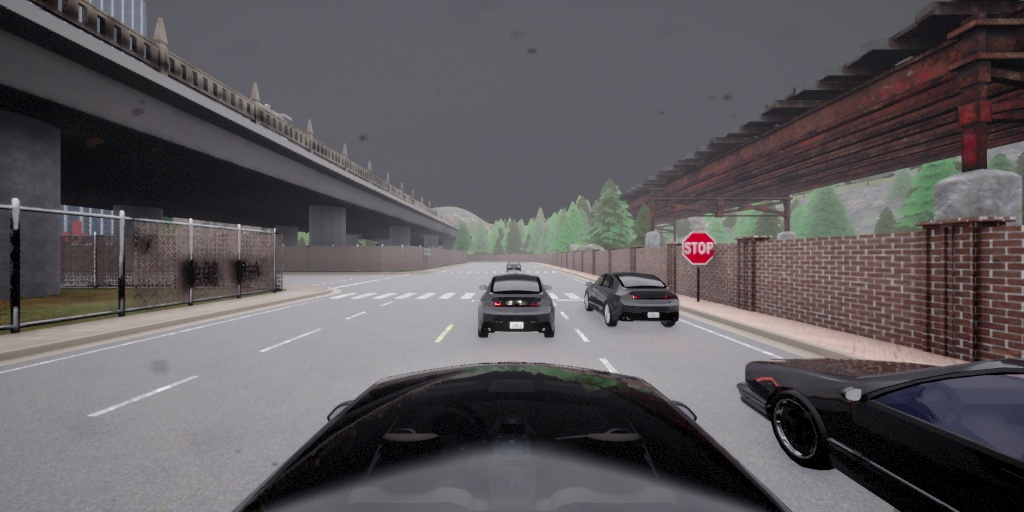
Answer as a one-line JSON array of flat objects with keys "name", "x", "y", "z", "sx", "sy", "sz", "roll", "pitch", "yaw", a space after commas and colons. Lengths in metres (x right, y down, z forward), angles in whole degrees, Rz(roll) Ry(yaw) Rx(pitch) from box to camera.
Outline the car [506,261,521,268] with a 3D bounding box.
[{"name": "car", "x": 0.222, "y": 1.351, "z": 46.355, "sx": 1.895, "sy": 1.301, "sz": 4.718, "roll": 0, "pitch": 0, "yaw": -1}]

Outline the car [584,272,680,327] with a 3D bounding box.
[{"name": "car", "x": 3.608, "y": 1.255, "z": 11.545, "sx": 1.837, "sy": 1.490, "sz": 4.892, "roll": 0, "pitch": 0, "yaw": 0}]

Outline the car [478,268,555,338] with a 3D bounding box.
[{"name": "car", "x": 0.105, "y": 1.255, "z": 10.188, "sx": 1.837, "sy": 1.490, "sz": 4.892, "roll": 0, "pitch": 0, "yaw": 0}]

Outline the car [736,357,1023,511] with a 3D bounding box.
[{"name": "car", "x": 3.600, "y": 1.297, "z": 1.798, "sx": 2.033, "sy": 1.411, "sz": 5.357, "roll": 0, "pitch": 0, "yaw": 0}]
